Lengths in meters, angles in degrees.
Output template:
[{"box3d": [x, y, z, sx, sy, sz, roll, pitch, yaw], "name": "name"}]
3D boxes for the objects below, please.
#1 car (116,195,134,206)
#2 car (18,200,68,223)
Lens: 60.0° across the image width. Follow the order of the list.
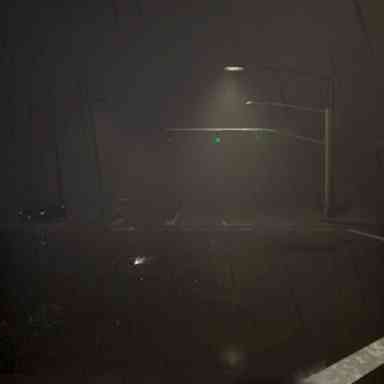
[{"box3d": [-9.782, 1.197, 49.147, 1.882, 1.535, 5.008, 0, 0, 1], "name": "car"}, {"box3d": [-10.138, 1.307, 23.120, 1.812, 1.442, 4.674, 0, 1, 1], "name": "car"}]
